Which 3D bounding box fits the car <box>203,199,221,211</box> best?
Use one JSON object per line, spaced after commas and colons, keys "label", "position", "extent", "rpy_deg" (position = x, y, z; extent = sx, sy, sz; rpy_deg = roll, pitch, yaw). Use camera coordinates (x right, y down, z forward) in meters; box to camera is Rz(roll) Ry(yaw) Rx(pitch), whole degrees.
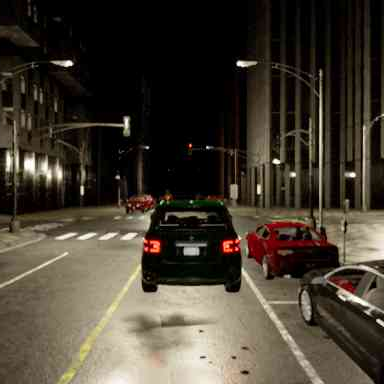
{"label": "car", "position": [2.471, 1.579, 42.500], "extent": [1.947, 1.339, 4.313], "rpy_deg": [0, 0, 0]}

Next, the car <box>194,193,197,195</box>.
{"label": "car", "position": [2.154, 1.659, 87.651], "extent": [1.947, 1.339, 4.313], "rpy_deg": [0, 0, 0]}

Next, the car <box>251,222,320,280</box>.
{"label": "car", "position": [2.702, 1.544, 9.816], "extent": [1.887, 1.381, 4.507], "rpy_deg": [0, 0, 0]}

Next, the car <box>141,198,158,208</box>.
{"label": "car", "position": [-6.093, 1.584, 48.091], "extent": [1.947, 1.339, 4.313], "rpy_deg": [0, 0, 0]}

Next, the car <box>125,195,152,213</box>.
{"label": "car", "position": [-6.015, 1.324, 36.806], "extent": [2.192, 1.841, 5.009], "rpy_deg": [0, 0, 0]}

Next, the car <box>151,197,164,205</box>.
{"label": "car", "position": [-6.173, 1.601, 59.378], "extent": [1.947, 1.339, 4.313], "rpy_deg": [0, 0, 0]}

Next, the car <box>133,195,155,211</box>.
{"label": "car", "position": [-6.055, 1.328, 42.449], "extent": [2.192, 1.841, 5.009], "rpy_deg": [0, 0, 0]}

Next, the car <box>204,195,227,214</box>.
{"label": "car", "position": [2.510, 1.324, 36.856], "extent": [2.192, 1.841, 5.009], "rpy_deg": [0, 0, 0]}

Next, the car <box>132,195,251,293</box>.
{"label": "car", "position": [-0.020, 1.221, 9.016], "extent": [2.150, 2.045, 5.566], "rpy_deg": [0, 0, 0]}

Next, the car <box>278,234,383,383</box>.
{"label": "car", "position": [2.742, 1.550, 4.291], "extent": [2.008, 1.369, 4.403], "rpy_deg": [0, 0, 0]}

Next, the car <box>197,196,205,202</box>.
{"label": "car", "position": [2.193, 1.648, 82.006], "extent": [1.947, 1.339, 4.313], "rpy_deg": [0, 0, 0]}
